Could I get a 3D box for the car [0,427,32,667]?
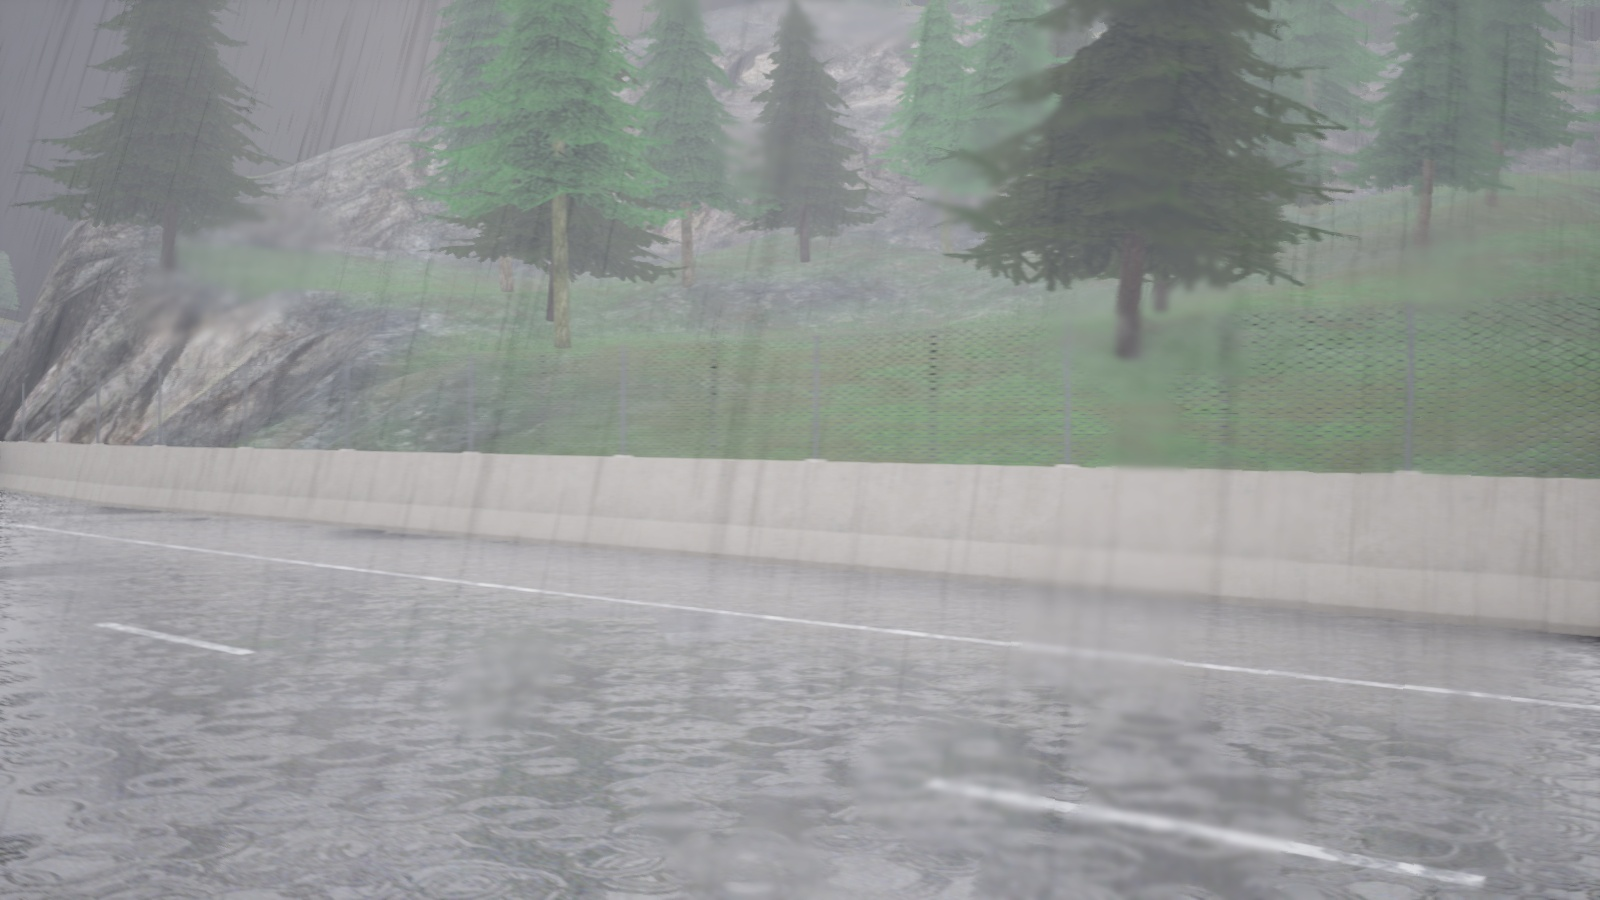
[{"bbox_3d":[-7.833,0.654,9.322,5.366,1.575,1.801,0,1,37],"label":"car"}]
